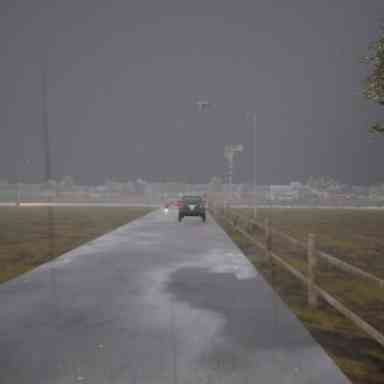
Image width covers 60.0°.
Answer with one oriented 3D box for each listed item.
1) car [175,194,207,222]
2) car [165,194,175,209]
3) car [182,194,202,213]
[{"bbox_3d":[0.020,1.266,27.186,2.150,2.045,5.566,0,0,0],"label":"car"},{"bbox_3d":[-2.762,1.375,49.296,2.150,2.045,5.566,0,0,0],"label":"car"},{"bbox_3d":[0.033,1.320,40.050,2.150,2.045,5.566,0,-1,1],"label":"car"}]
